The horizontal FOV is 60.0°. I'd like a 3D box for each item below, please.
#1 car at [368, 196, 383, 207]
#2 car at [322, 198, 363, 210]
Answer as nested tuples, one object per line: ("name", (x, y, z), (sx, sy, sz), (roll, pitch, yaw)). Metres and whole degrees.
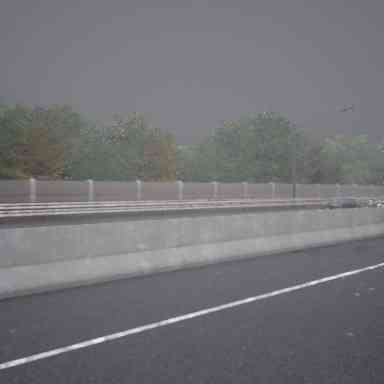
("car", (20.616, 1.200, 35.119), (4.553, 1.767, 2.097), (0, 0, -33))
("car", (16.728, 1.396, 36.745), (5.357, 1.411, 2.033), (0, 0, -34))
